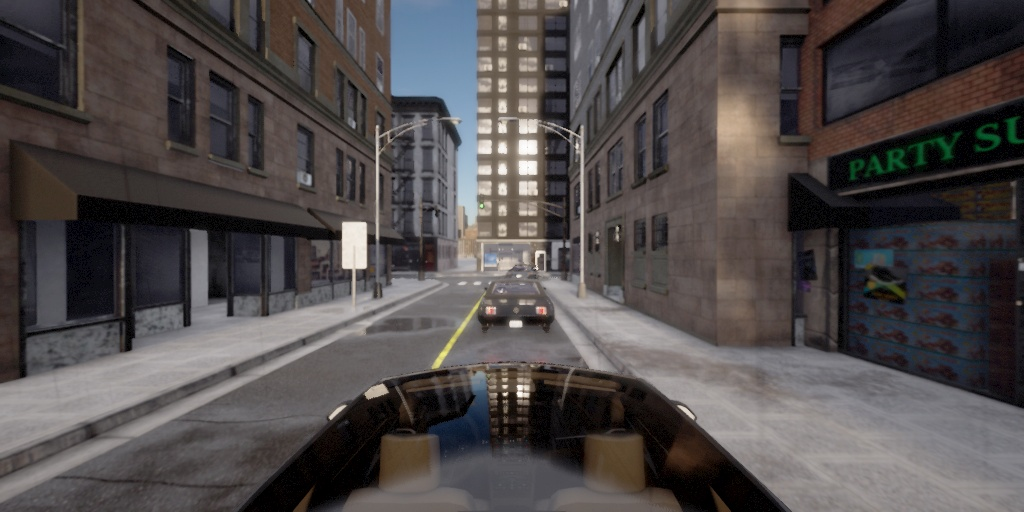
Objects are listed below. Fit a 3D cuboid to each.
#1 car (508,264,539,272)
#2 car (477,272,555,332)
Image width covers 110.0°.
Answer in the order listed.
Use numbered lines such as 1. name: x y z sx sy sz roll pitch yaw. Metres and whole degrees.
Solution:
1. car: 0.820 1.243 24.973 1.994 1.385 4.181 0 0 10
2. car: 0.099 1.323 10.754 1.895 1.301 4.718 0 0 0
